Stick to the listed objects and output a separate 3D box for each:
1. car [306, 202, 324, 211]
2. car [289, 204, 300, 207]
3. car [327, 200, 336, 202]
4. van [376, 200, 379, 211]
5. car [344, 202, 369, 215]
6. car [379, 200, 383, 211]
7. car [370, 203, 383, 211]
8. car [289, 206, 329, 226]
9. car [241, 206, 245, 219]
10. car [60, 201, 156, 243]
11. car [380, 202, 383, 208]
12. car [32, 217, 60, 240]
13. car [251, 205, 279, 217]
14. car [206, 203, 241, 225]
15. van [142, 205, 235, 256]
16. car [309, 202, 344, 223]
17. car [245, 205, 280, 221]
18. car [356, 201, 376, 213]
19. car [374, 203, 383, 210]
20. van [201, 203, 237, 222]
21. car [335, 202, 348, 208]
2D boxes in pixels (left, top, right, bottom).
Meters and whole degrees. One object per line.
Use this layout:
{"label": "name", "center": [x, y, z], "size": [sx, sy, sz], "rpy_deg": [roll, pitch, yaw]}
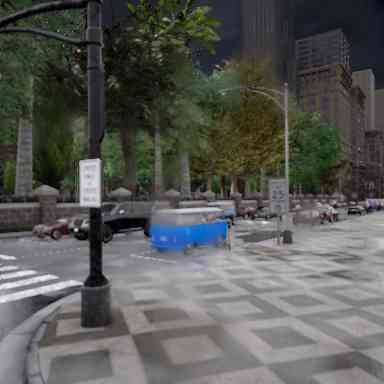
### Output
{"label": "car", "center": [22.014, 2.589, 59.508], "size": [1.967, 1.590, 4.097], "rpy_deg": [-2, -2, 36]}
{"label": "car", "center": [15.583, 2.551, 50.523], "size": [1.802, 1.307, 4.206], "rpy_deg": [-2, -2, 36]}
{"label": "car", "center": [28.445, 2.640, 68.494], "size": [2.192, 1.841, 5.009], "rpy_deg": [-2, -2, 36]}
{"label": "van", "center": [28.950, 2.404, 54.557], "size": [1.690, 1.788, 3.998], "rpy_deg": [-2, -2, 36]}
{"label": "car", "center": [22.521, 2.449, 45.570], "size": [1.947, 1.339, 4.313], "rpy_deg": [-2, -2, 36]}
{"label": "car", "center": [32.166, 2.467, 59.048], "size": [2.192, 1.841, 5.009], "rpy_deg": [-2, -2, 36]}
{"label": "car", "center": [35.385, 2.821, 63.532], "size": [1.802, 1.307, 4.206], "rpy_deg": [-2, -2, 36]}
{"label": "car", "center": [9.658, 2.104, 27.607], "size": [1.802, 1.307, 4.206], "rpy_deg": [-2, -2, 36]}
{"label": "car", "center": [5.935, 2.243, 37.052], "size": [1.887, 1.381, 4.507], "rpy_deg": [-2, -2, 36]}
{"label": "car", "center": [-4.059, 1.550, 18.509], "size": [2.150, 2.045, 5.566], "rpy_deg": [-1, -1, 36]}
{"label": "car", "center": [45.034, 3.060, 77.005], "size": [1.947, 1.339, 4.313], "rpy_deg": [-2, -2, 36]}
{"label": "car", "center": [-6.928, 1.917, 19.088], "size": [1.802, 1.307, 4.206], "rpy_deg": [-2, -2, 36]}
{"label": "car", "center": [9.152, 2.371, 41.541], "size": [1.802, 1.307, 4.206], "rpy_deg": [-2, -2, 36]}
{"label": "car", "center": [1.752, 1.844, 26.616], "size": [2.097, 1.767, 4.553], "rpy_deg": [-1, -1, 36]}
{"label": "van", "center": [0.007, 1.590, 14.141], "size": [1.690, 1.788, 3.998], "rpy_deg": [-2, -2, 36]}
{"label": "car", "center": [12.872, 2.053, 32.101], "size": [1.967, 1.590, 4.097], "rpy_deg": [-2, -2, 36]}
{"label": "car", "center": [7.789, 2.166, 35.025], "size": [1.837, 1.490, 4.892], "rpy_deg": [-1, -1, 36]}
{"label": "car", "center": [25.733, 2.288, 50.067], "size": [2.192, 1.841, 5.009], "rpy_deg": [-2, -2, 36]}
{"label": "car", "center": [38.601, 2.876, 68.023], "size": [2.008, 1.369, 4.403], "rpy_deg": [-2, -2, 36]}
{"label": "van", "center": [2.717, 1.949, 32.567], "size": [1.690, 1.788, 3.998], "rpy_deg": [-2, -2, 36]}
{"label": "car", "center": [34.880, 3.062, 77.468], "size": [1.947, 1.339, 4.313], "rpy_deg": [-2, -2, 36]}
